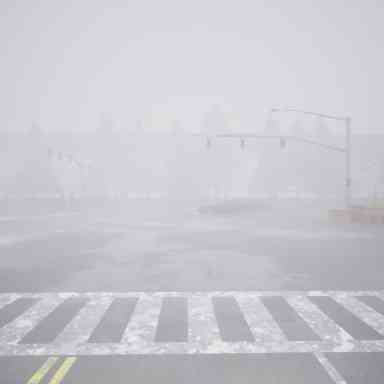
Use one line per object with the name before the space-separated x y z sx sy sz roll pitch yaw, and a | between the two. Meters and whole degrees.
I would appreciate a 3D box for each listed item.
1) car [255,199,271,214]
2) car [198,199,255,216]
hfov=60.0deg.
car | 5.834 1.477 35.247 5.008 1.535 1.882 0 0 -2
car | 3.104 1.477 31.662 5.008 1.535 1.882 0 0 -2
